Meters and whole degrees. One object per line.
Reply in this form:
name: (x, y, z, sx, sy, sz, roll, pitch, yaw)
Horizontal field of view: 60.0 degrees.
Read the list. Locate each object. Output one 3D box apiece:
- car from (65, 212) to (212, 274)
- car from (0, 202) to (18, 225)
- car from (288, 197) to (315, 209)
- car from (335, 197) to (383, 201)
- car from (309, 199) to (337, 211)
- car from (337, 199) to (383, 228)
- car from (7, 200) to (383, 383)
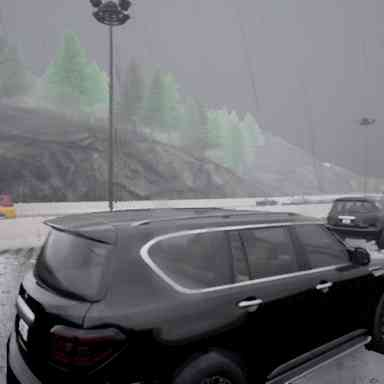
car: (-1.671, 1.547, 11.369, 4.674, 1.442, 1.812, 0, 0, -37)
car: (-15.168, 1.534, 23.362, 5.008, 1.535, 1.882, 0, 0, -36)
car: (15.547, 1.541, 47.018, 1.882, 1.535, 5.008, 0, 0, 41)
car: (8.079, 1.238, 14.726, 5.566, 2.045, 2.150, 0, 0, -40)
car: (17.187, 1.656, 43.557, 1.895, 1.301, 4.718, 0, 0, 41)
car: (12.034, 1.378, 22.968, 4.553, 1.767, 2.097, 0, 0, -43)
car: (0.735, 1.229, 4.399, 5.566, 2.045, 2.150, 0, 0, -37)
